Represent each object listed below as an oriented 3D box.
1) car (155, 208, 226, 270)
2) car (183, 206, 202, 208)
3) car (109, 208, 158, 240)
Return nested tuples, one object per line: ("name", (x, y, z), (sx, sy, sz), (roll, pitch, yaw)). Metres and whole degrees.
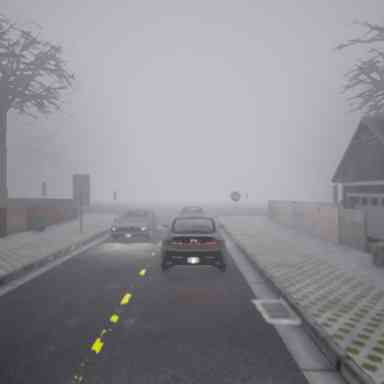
("car", (0.061, 1.500, 10.975), (1.837, 1.490, 4.892), (0, 0, 1))
("car", (0.029, 1.560, 21.327), (1.994, 1.385, 4.181), (0, 0, 0))
("car", (-2.817, 1.543, 17.392), (2.033, 1.411, 5.357), (0, 0, 0))
